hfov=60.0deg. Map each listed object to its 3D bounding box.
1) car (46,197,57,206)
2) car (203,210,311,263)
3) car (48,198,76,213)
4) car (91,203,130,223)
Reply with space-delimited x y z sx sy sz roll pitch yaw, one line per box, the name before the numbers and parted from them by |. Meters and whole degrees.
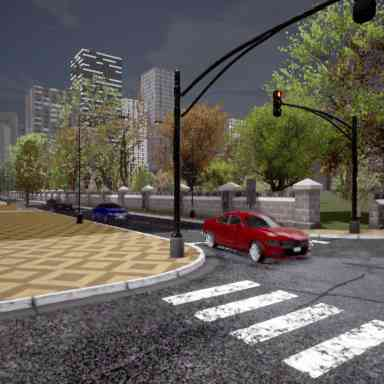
car | -24.149 1.673 58.032 2.128 1.511 4.902 0 0 -34
car | 2.177 1.492 12.410 1.882 1.535 5.008 1 0 -25
car | -15.076 1.673 39.000 1.994 1.385 4.181 0 0 -34
car | -6.559 1.590 26.430 1.812 1.442 4.674 0 0 -35
